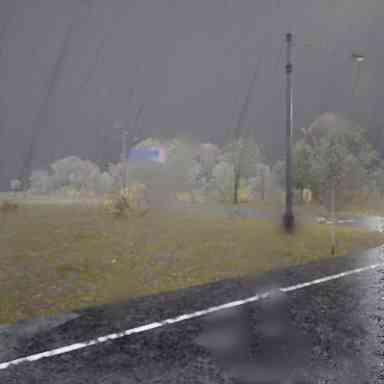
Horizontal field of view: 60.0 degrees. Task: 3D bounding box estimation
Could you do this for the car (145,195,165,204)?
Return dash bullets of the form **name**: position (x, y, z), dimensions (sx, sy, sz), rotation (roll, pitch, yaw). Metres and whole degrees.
- **car**: position (-6.206, 1.275, 55.514), dimensions (1.837, 1.490, 4.892), rotation (0, 0, -33)
